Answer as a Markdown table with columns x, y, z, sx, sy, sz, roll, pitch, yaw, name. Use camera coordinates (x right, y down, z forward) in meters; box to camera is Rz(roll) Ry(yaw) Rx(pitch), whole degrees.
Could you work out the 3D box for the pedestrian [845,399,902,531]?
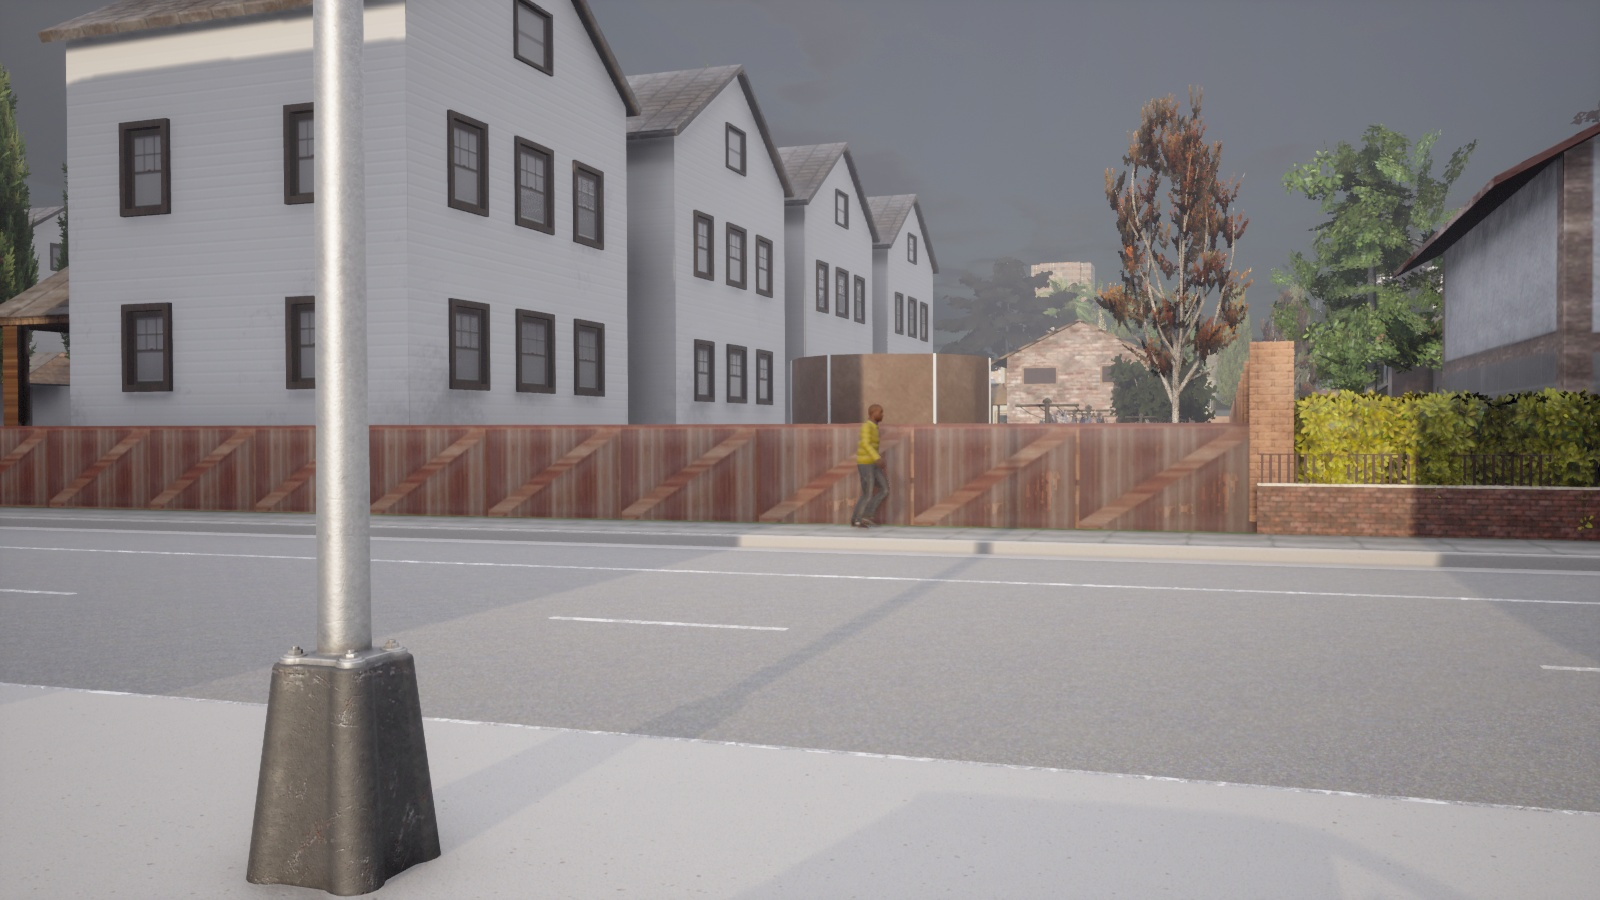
| x | y | z | sx | sy | sz | roll | pitch | yaw | name |
| --- | --- | --- | --- | --- | --- | --- | --- | --- | --- |
| 1.044 | 0.201 | 17.746 | 0.726 | 1.835 | 0.370 | 1 | 1 | 19 | pedestrian |
